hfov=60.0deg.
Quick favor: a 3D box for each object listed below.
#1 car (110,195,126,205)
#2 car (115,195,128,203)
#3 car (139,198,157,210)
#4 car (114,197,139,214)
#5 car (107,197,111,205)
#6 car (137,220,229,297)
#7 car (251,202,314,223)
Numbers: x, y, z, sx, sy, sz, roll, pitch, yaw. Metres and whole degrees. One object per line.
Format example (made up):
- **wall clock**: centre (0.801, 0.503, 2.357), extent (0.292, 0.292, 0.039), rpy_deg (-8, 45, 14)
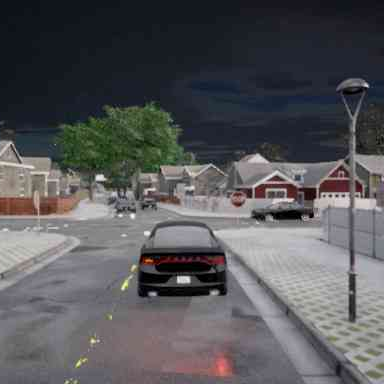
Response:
- **car**: centre (-9.761, 1.536, 46.067), extent (2.033, 1.411, 5.357), rpy_deg (0, 0, -17)
- **car**: centre (-14.265, 1.441, 67.414), extent (1.882, 1.535, 5.008), rpy_deg (0, 0, -20)
- **car**: centre (-5.654, 1.477, 42.301), extent (1.837, 1.490, 4.892), rpy_deg (0, 0, -15)
- **car**: centre (-7.139, 1.554, 36.022), extent (1.994, 1.385, 4.181), rpy_deg (0, 0, -13)
- **car**: centre (-13.758, 1.534, 58.147), extent (2.033, 1.411, 5.357), rpy_deg (0, 0, -20)
- **car**: centre (-0.271, 1.470, 8.633), extent (1.882, 1.535, 5.008), rpy_deg (0, 0, -3)
- **car**: centre (7.120, 1.538, 26.229), extent (5.008, 1.535, 1.882), rpy_deg (1, 1, -15)
